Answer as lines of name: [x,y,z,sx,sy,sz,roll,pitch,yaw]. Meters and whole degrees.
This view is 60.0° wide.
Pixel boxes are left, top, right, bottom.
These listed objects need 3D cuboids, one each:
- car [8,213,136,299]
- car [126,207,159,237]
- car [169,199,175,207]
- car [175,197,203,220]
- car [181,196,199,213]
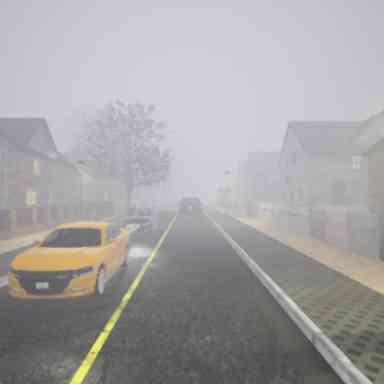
car: [-2.911,1.553,8.915,1.882,1.535,5.008,0,0,-1]
car: [-2.986,1.648,19.212,2.128,1.511,4.902,0,0,0]
car: [-3.289,2.135,63.564,2.128,1.511,4.902,0,-1,0]
car: [-0.149,1.473,31.127,2.150,2.045,5.566,0,0,-1]
car: [-0.257,1.611,44.006,2.150,2.045,5.566,0,0,-1]
